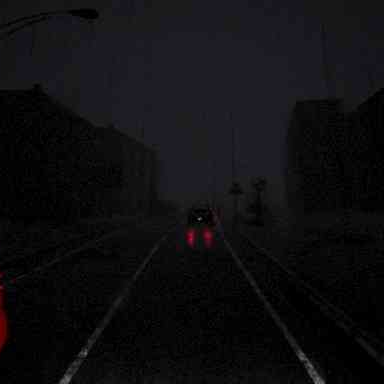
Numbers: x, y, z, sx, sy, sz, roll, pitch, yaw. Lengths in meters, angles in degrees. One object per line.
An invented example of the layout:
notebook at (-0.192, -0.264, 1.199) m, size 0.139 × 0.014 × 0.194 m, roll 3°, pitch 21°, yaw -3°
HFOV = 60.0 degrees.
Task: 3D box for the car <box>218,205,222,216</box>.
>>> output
car at (2.750, 2.284, 42.806) m, size 2.128 × 1.511 × 4.902 m, roll -1°, pitch -2°, yaw 9°

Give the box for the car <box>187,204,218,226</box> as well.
car at (0.710, 1.730, 25.449) m, size 2.128 × 1.511 × 4.902 m, roll 0°, pitch -2°, yaw 4°

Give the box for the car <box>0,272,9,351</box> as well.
car at (-3.095, 1.218, 1.397) m, size 2.150 × 2.045 × 5.566 m, roll 0°, pitch 0°, yaw 0°
